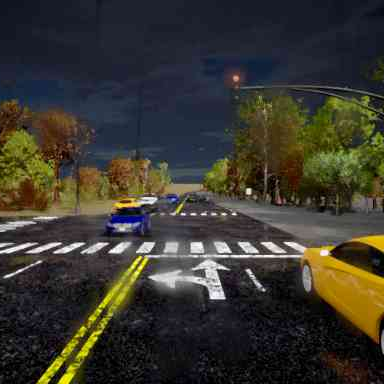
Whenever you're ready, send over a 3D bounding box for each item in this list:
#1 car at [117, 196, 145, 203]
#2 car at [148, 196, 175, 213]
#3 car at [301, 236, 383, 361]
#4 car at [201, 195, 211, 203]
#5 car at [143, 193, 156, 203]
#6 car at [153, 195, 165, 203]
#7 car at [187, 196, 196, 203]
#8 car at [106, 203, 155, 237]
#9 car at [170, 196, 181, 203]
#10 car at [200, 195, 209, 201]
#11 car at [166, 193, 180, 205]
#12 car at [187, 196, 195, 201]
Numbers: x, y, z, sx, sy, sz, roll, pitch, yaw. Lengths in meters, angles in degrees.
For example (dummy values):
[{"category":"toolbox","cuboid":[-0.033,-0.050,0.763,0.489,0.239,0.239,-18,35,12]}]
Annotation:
[{"category":"car","cuboid":[-6.948,1.477,36.137,1.882,1.535,5.008,0,0,5]},{"category":"car","cuboid":[-3.445,1.549,37.965,2.033,1.411,5.357,0,0,0]},{"category":"car","cuboid":[3.349,1.444,5.406,1.882,1.535,5.008,0,1,0]},{"category":"car","cuboid":[3.094,1.504,71.486,2.128,1.511,4.902,0,0,0]},{"category":"car","cuboid":[-6.727,1.225,52.569,2.150,2.045,5.566,0,0,0]},{"category":"car","cuboid":[-6.675,1.487,68.246,1.882,1.535,5.008,0,0,0]},{"category":"car","cuboid":[-0.138,1.566,72.155,1.994,1.385,4.181,0,0,0]},{"category":"car","cuboid":[-3.399,1.544,18.458,1.812,1.442,4.674,0,0,0]},{"category":"car","cuboid":[-3.424,1.597,69.538,1.895,1.301,4.718,0,0,0]},{"category":"car","cuboid":[3.046,1.458,81.641,2.033,1.411,5.357,0,0,0]},{"category":"car","cuboid":[-3.478,1.226,57.283,2.150,2.045,5.566,0,0,0]},{"category":"car","cuboid":[-0.204,1.606,81.977,1.895,1.301,4.718,0,0,0]}]
